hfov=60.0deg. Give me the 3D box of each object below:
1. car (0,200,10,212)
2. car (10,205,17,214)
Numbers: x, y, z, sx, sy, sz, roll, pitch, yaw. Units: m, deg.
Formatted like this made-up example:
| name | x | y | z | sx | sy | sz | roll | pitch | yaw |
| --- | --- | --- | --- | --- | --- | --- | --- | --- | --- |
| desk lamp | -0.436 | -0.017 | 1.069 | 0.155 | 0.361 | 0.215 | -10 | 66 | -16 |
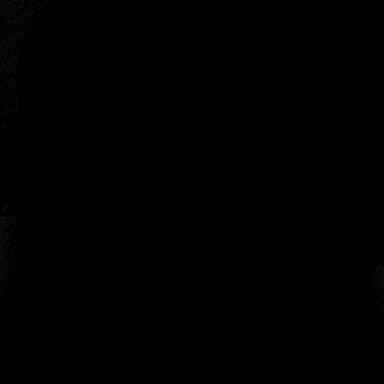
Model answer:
| name | x | y | z | sx | sy | sz | roll | pitch | yaw |
| --- | --- | --- | --- | --- | --- | --- | --- | --- | --- |
| car | -19.347 | 1.181 | 29.145 | 2.192 | 1.841 | 5.009 | 0 | -1 | 36 |
| car | -16.203 | 1.524 | 33.533 | 1.802 | 1.307 | 4.206 | 0 | -1 | 36 |
